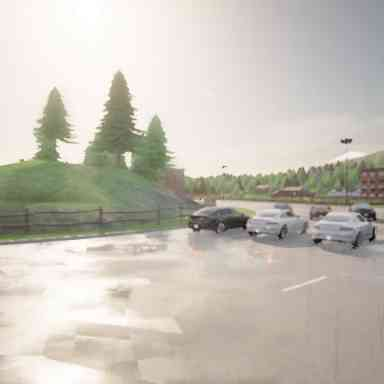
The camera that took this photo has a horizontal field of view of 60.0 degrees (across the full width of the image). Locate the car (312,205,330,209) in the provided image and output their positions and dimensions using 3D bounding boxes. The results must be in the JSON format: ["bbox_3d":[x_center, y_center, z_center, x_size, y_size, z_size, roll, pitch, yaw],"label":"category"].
[{"bbox_3d":[11.677,1.795,30.191,1.895,1.301,4.718,0,0,20],"label":"car"}]

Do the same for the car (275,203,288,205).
[{"bbox_3d":[8.761,1.761,32.505,1.994,1.385,4.181,0,0,19],"label":"car"}]

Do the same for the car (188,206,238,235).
[{"bbox_3d":[1.790,1.614,19.861,1.837,1.490,4.892,0,0,40],"label":"car"}]

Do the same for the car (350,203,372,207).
[{"bbox_3d":[15.251,1.731,29.918,1.812,1.442,4.674,0,0,19],"label":"car"}]

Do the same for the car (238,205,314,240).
[{"bbox_3d":[4.632,1.633,17.833,1.812,1.442,4.674,0,0,40],"label":"car"}]

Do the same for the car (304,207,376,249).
[{"bbox_3d":[7.037,1.628,15.274,1.812,1.442,4.674,0,0,40],"label":"car"}]
